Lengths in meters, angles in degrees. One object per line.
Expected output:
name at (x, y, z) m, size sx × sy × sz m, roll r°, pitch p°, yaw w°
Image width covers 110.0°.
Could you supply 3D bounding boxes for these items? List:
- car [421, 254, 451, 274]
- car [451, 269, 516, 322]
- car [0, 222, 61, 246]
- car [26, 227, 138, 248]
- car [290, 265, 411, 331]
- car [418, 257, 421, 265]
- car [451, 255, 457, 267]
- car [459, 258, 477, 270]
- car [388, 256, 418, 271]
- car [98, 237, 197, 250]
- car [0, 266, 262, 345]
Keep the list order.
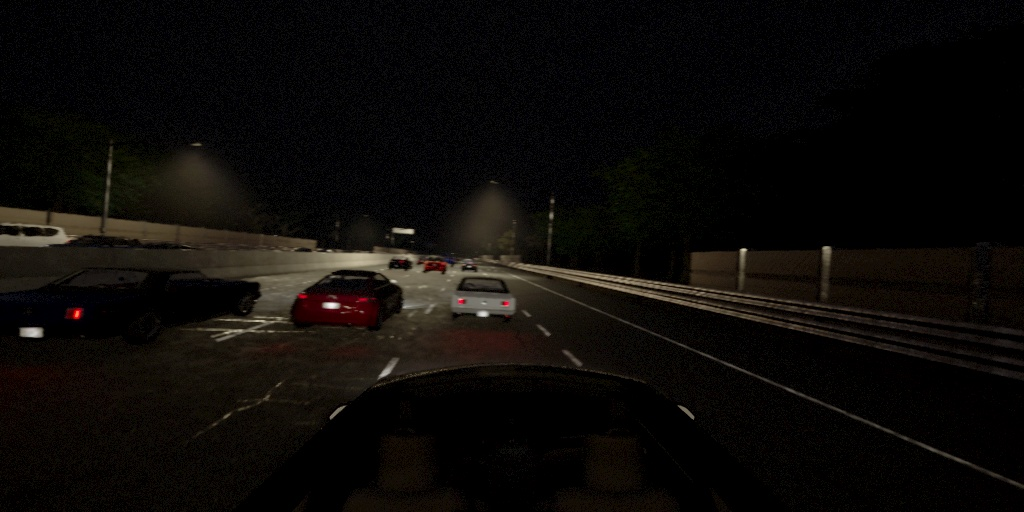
car at (-7.761, 0.856, 36.734) m, size 2.097 × 1.767 × 4.553 m, roll 4°, pitch -1°, yaw -7°
car at (-1.091, 1.362, 12.454) m, size 1.895 × 1.301 × 4.718 m, roll 4°, pitch 0°, yaw -7°
car at (-26.568, -0.760, 18.516) m, size 2.150 × 2.045 × 5.566 m, roll 4°, pitch -1°, yaw -7°
car at (-23.273, -0.386, 20.222) m, size 2.097 × 1.767 × 4.553 m, roll 4°, pitch 0°, yaw -7°
car at (-4.299, 1.079, 10.017) m, size 1.994 × 1.385 × 4.181 m, roll 4°, pitch 0°, yaw -7°
car at (-14.005, 0.814, 57.148) m, size 2.033 × 1.411 × 5.357 m, roll 4°, pitch -1°, yaw -8°
car at (-10.921, 0.740, 60.628) m, size 2.150 × 2.045 × 5.566 m, roll 4°, pitch -1°, yaw -8°
car at (-5.629, 1.318, 47.120) m, size 1.994 × 1.385 × 4.181 m, roll 4°, pitch -1°, yaw -8°
car at (-11.243, 0.748, 36.357) m, size 2.128 × 1.511 × 4.902 m, roll 4°, pitch -1°, yaw -7°
car at (-19.774, 0.017, 20.274) m, size 1.837 × 1.490 × 4.892 m, roll 4°, pitch -1°, yaw -7°
car at (-7.509, 0.870, 7.618) m, size 1.895 × 1.301 × 4.718 m, roll 4°, pitch 0°, yaw -7°
